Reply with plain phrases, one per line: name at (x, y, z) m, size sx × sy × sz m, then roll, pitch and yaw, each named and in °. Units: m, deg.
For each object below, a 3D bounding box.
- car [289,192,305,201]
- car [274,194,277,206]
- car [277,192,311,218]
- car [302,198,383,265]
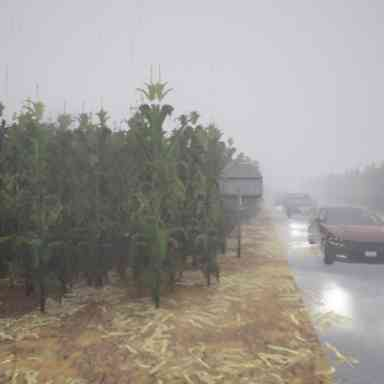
car at (16.187, 0.650, 51.538) m, size 1.895 × 1.301 × 4.718 m, roll 0°, pitch 1°, yaw 11°
car at (9.716, 0.734, 35.371) m, size 2.033 × 1.411 × 5.357 m, roll 0°, pitch 0°, yaw 11°
car at (7.169, 0.841, 22.315) m, size 2.128 × 1.511 × 4.902 m, roll 0°, pitch 2°, yaw 11°
car at (4.814, 1.160, 10.395) m, size 1.882 × 1.535 × 5.008 m, roll 1°, pitch 1°, yaw 12°
